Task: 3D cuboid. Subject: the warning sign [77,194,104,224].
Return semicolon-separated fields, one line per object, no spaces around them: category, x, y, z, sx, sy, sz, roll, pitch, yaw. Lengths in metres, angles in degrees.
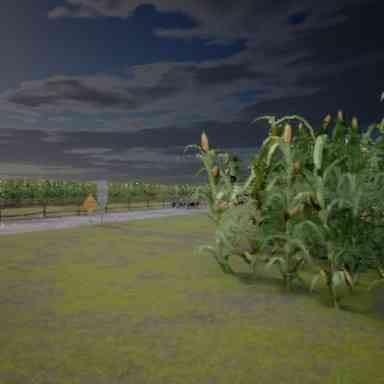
warning sign;-6.556;1.074;21.520;1.300;1.860;1.060;1;1;29

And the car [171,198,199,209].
car;-0.905;1.455;43.439;1.895;1.301;4.718;1;0;27

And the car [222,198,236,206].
car;6.390;1.229;50.995;2.097;1.767;4.553;1;1;30
